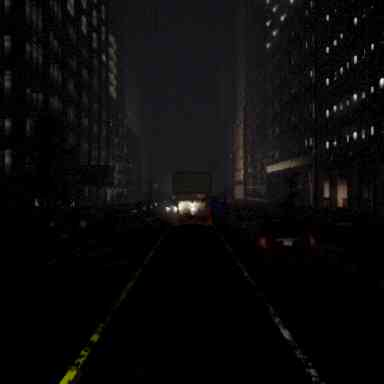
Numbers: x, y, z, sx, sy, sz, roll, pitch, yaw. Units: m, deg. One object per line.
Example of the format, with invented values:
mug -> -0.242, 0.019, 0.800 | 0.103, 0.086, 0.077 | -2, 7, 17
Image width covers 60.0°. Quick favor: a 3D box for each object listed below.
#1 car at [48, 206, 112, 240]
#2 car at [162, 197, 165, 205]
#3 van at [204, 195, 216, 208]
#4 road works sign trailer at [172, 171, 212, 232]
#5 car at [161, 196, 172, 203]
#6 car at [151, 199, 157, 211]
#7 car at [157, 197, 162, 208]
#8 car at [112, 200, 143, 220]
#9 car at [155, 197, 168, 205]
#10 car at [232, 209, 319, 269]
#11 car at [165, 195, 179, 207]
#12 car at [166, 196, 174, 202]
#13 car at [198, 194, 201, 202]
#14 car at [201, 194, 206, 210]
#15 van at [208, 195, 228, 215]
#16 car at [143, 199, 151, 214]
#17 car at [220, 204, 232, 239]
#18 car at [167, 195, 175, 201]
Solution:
car -> -5.695, 1.471, 16.905 | 1.967, 1.590, 4.097 | -1, 0, 0
car -> -5.683, 1.674, 51.006 | 1.802, 1.307, 4.206 | -1, 0, 0
van -> 2.695, 1.432, 51.004 | 1.690, 1.788, 3.998 | -1, 0, 0
road works sign trailer -> 0.009, 0.501, 20.308 | 2.380, 3.560, 2.880 | 0, 0, 0
car -> -5.677, 1.682, 73.740 | 2.008, 1.369, 4.403 | -1, 0, 0
car -> -5.687, 1.616, 39.639 | 1.887, 1.381, 4.507 | -1, 0, 0
car -> -5.686, 1.632, 45.322 | 2.008, 1.369, 4.403 | -1, 0, 0
car -> -5.691, 1.602, 28.271 | 2.008, 1.369, 4.403 | -1, 0, 0
car -> -5.681, 1.663, 62.373 | 2.008, 1.369, 4.403 | -1, 0, 0
car -> 2.684, 1.460, 11.219 | 1.967, 1.590, 4.097 | -1, 0, 0
car -> -3.057, 1.657, 52.021 | 1.994, 1.385, 4.181 | 0, 0, 0
car -> -5.673, 1.733, 85.107 | 1.802, 1.307, 4.206 | -1, 0, 0
car -> 2.704, 1.682, 73.738 | 2.008, 1.369, 4.403 | -1, 0, 0
car -> 2.693, 1.396, 45.320 | 2.192, 1.841, 5.009 | -1, 0, 0
van -> 2.690, 1.402, 33.953 | 1.690, 1.788, 3.998 | -1, 0, 0
car -> -5.689, 1.627, 33.955 | 1.947, 1.339, 4.313 | -1, 0, 0
car -> 2.687, 1.556, 17.072 | 1.752, 1.417, 4.829 | -1, 0, 0
car -> -5.673, 1.601, 90.791 | 1.967, 1.590, 4.097 | -1, 0, 0
